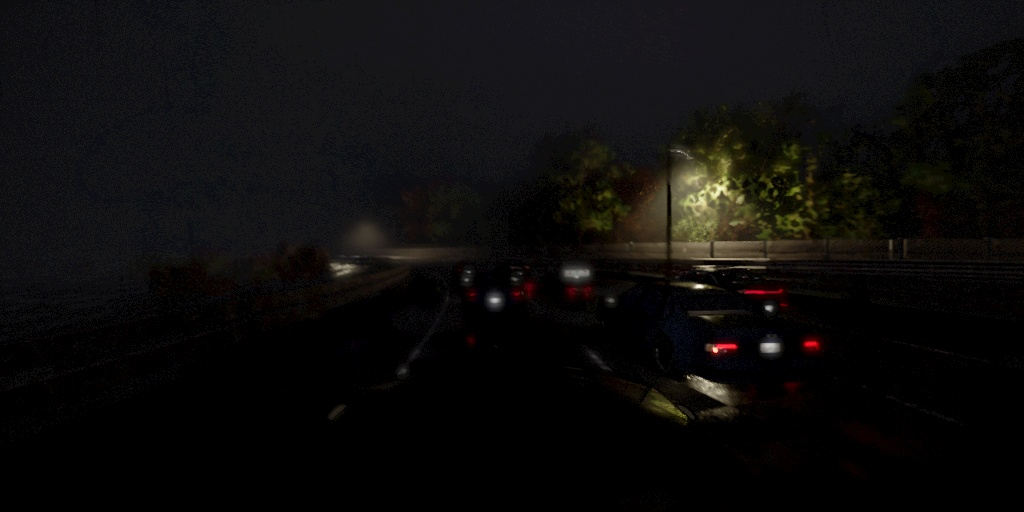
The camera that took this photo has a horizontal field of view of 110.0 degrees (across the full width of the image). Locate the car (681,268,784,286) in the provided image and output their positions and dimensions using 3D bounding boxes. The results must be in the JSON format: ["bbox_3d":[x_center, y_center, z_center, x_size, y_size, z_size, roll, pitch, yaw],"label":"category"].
[{"bbox_3d":[6.406,1.126,11.673,2.128,1.511,4.902,0,0,-6],"label":"car"}]

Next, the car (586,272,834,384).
[{"bbox_3d":[3.269,1.235,7.244,2.033,1.411,5.357,0,1,-3],"label":"car"}]

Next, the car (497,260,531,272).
[{"bbox_3d":[0.041,1.021,27.553,2.128,1.511,4.902,0,1,-14],"label":"car"}]

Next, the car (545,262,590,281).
[{"bbox_3d":[3.913,1.121,26.429,1.895,1.301,4.718,0,1,-13],"label":"car"}]

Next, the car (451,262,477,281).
[{"bbox_3d":[-3.576,1.110,27.550,1.994,1.385,4.181,0,1,-14],"label":"car"}]

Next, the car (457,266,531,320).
[{"bbox_3d":[-0.697,1.227,12.305,1.994,1.385,4.181,0,1,-6],"label":"car"}]
